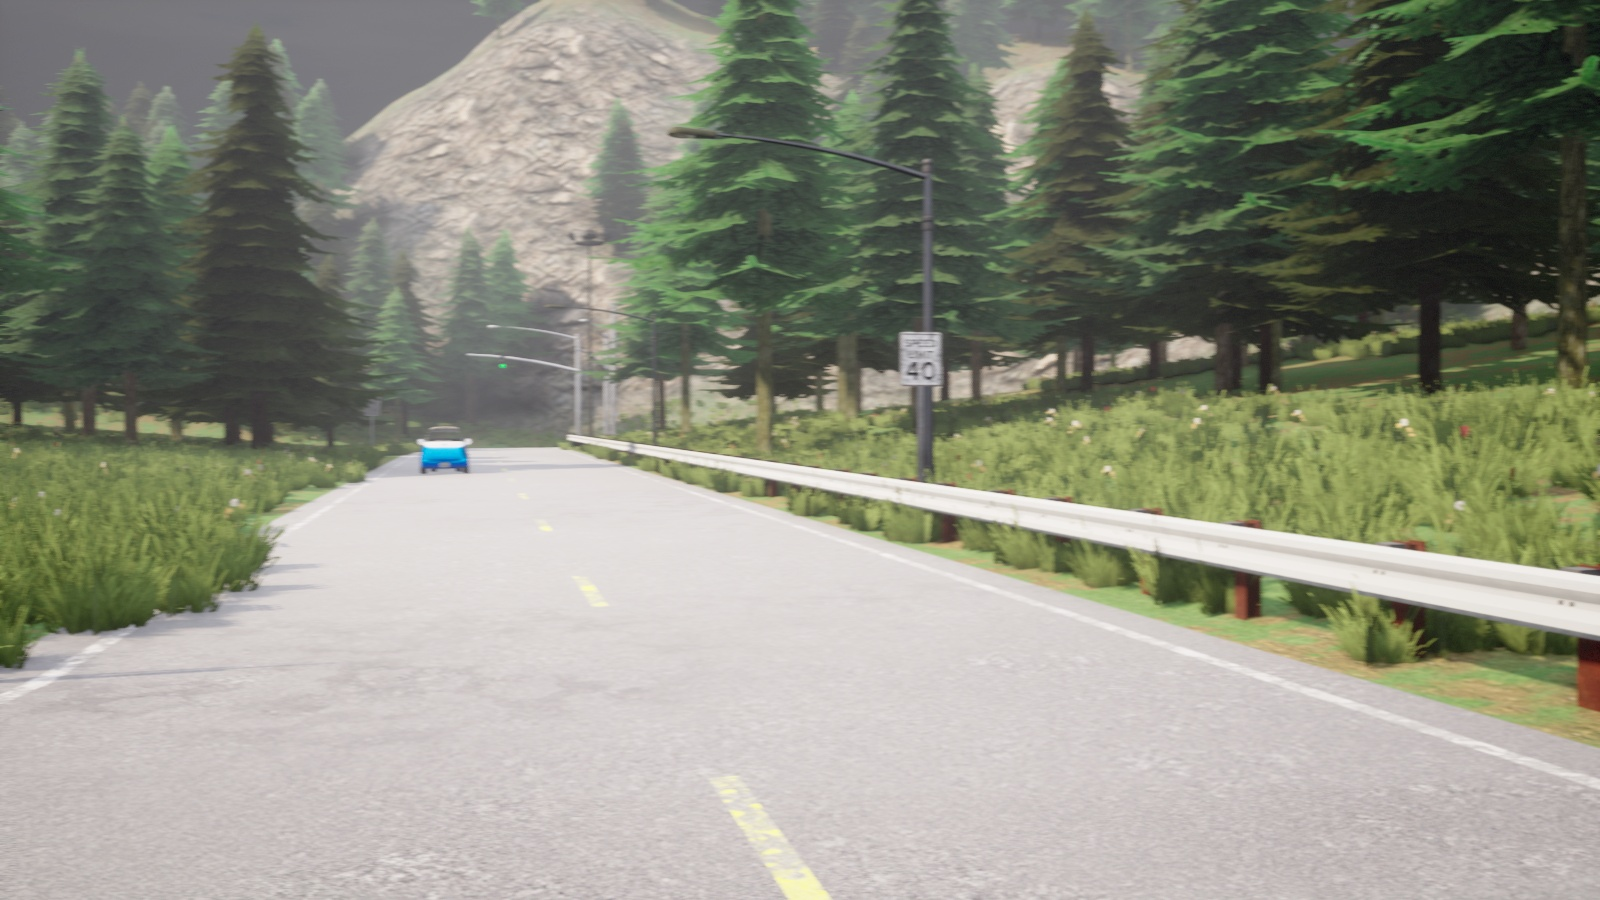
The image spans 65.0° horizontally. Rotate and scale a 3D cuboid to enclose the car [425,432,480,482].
[{"bbox_3d":[-10.242,0.178,37.097,1.481,1.376,2.207,-2,1,-14],"label":"car"}]
